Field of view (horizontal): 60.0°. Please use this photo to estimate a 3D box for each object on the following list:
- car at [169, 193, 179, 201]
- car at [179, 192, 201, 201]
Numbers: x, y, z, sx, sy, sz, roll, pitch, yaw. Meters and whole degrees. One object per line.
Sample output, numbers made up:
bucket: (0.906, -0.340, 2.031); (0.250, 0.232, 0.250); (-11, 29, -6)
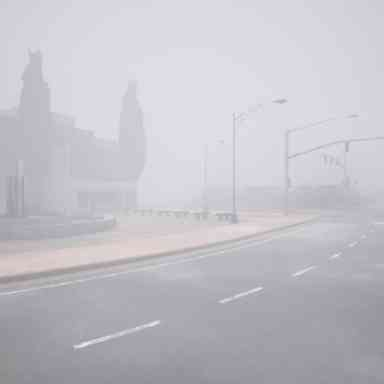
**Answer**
car: (-2.795, 1.156, 77.198); (1.905, 1.878, 3.866); (0, 0, 36)
car: (-0.470, 1.395, 75.472); (1.970, 1.475, 3.806); (0, 0, 36)
